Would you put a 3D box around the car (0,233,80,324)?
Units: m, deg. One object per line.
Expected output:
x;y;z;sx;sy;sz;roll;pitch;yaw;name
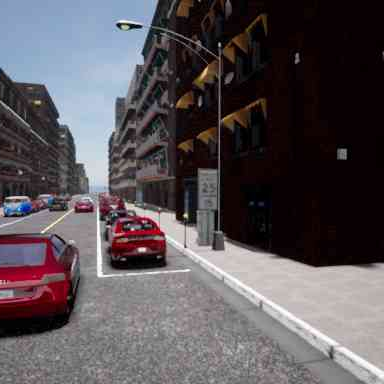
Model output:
-3.507;1.560;7.090;1.994;1.385;4.181;0;0;-16;car

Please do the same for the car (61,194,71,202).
-30.237;1.419;79.995;1.967;1.590;4.097;-1;0;-16;car

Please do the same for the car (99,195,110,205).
-15.954;1.424;60.478;1.967;1.590;4.097;-1;0;-16;car

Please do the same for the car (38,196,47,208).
-19.328;1.562;41.877;1.802;1.307;4.206;-1;0;-16;car

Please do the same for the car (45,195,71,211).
-16.050;1.487;40.118;1.837;1.490;4.892;0;0;-16;car

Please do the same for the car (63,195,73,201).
-31.789;1.545;85.442;1.947;1.339;4.313;-1;0;-16;car

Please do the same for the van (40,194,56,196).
-20.897;1.320;47.321;1.690;1.788;3.998;-1;0;-16;van

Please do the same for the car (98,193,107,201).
-23.725;1.301;87.710;2.192;1.841;5.009;-1;0;-16;car

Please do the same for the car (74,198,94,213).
-12.074;1.549;37.327;1.994;1.385;4.181;0;0;-15;car

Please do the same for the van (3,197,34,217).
-16.220;1.323;30.984;1.690;1.788;3.998;-1;0;-16;van

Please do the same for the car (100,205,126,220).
-3.521;1.560;16.907;1.947;1.339;4.313;-1;0;-16;car

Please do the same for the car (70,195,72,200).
-28.684;1.293;74.548;2.192;1.841;5.009;-1;0;-16;car

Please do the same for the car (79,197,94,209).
-14.885;1.509;46.986;1.812;1.442;4.674;0;0;-16;car

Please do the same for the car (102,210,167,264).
-2.061;1.541;11.789;1.887;1.381;4.507;-1;0;-16;car

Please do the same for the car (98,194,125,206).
-6.632;1.305;27.798;2.192;1.841;5.009;-1;0;-16;car

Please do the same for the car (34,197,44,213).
-17.772;1.563;36.432;1.802;1.307;4.206;-1;0;-16;car

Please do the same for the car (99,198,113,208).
-12.844;1.567;49.586;1.802;1.307;4.206;-1;0;-16;car
